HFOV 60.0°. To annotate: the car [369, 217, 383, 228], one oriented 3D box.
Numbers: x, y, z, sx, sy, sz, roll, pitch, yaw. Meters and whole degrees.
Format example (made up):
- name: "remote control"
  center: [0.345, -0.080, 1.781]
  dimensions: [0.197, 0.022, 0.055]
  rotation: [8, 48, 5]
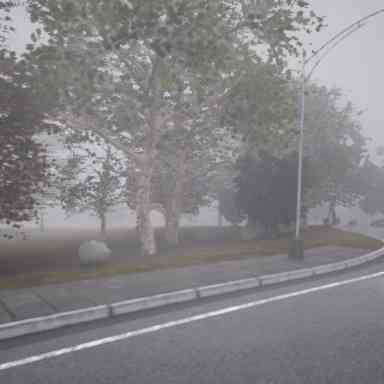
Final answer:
- name: "car"
  center: [24.142, 3.799, 41.180]
  dimensions: [5.357, 1.411, 2.033]
  rotation: [4, -3, -34]
